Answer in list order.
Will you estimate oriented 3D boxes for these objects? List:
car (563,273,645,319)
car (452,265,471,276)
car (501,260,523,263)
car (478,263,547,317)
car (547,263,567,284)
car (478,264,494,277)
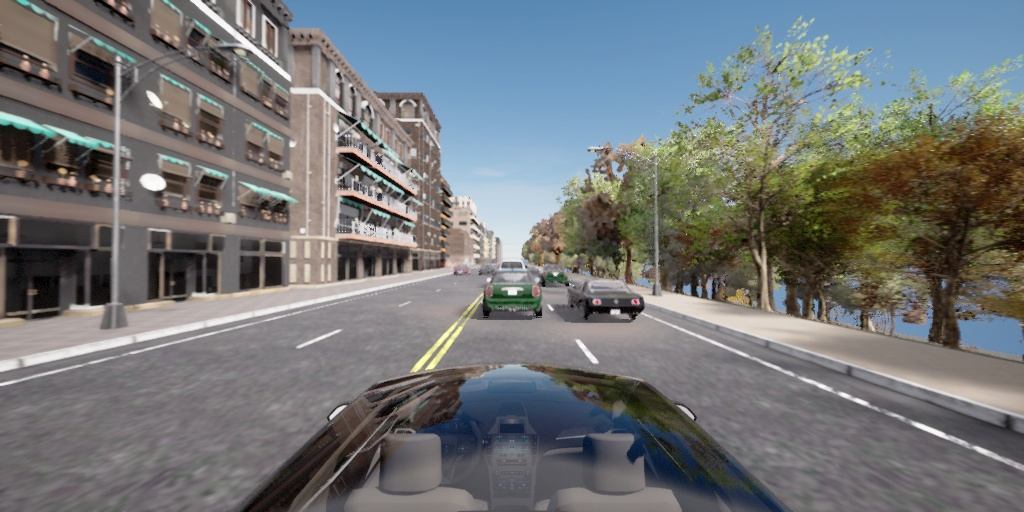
[{"bbox_3d":[3.284,1.506,13.522,1.895,1.301,4.718,0,-1,0],"label":"car"},{"bbox_3d":[-6.613,1.880,47.720,1.812,1.442,4.674,0,-1,0],"label":"car"},{"bbox_3d":[0.023,1.317,27.957,2.150,2.045,5.566,0,-1,0],"label":"car"},{"bbox_3d":[0.040,1.263,14.056,2.097,1.767,4.553,0,-1,1],"label":"car"},{"bbox_3d":[3.285,1.460,29.049,2.097,1.767,4.553,0,-1,1],"label":"car"},{"bbox_3d":[-3.362,1.854,47.281,1.837,1.490,4.892,0,-1,0],"label":"car"}]
